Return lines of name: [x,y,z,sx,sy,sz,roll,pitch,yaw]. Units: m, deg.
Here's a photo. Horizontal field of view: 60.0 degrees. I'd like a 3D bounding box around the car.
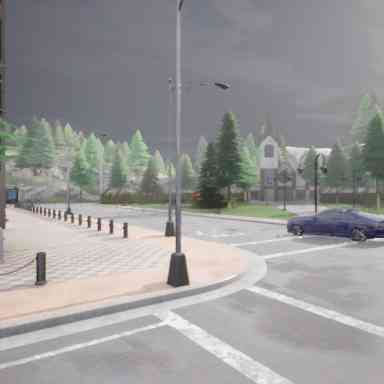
car: [6.914,1.523,16.006,4.674,1.442,1.812,0,2,43]
